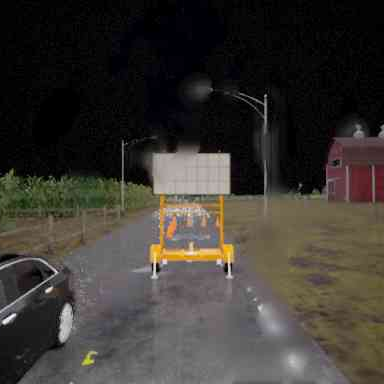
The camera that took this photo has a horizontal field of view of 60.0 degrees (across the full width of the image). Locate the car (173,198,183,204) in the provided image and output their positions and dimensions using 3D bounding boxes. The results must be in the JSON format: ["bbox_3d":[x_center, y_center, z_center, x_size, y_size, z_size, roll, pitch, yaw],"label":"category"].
[{"bbox_3d":[-2.834,2.116,68.459,1.837,1.490,4.892,0,-1,0],"label":"car"}]

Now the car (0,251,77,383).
[{"bbox_3d":[-2.752,1.519,3.488,1.837,1.490,4.892,0,0,0],"label":"car"}]

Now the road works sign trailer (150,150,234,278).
[{"bbox_3d":[-0.007,0.513,10.279,2.380,3.560,2.880,0,0,0],"label":"road works sign trailer"}]
